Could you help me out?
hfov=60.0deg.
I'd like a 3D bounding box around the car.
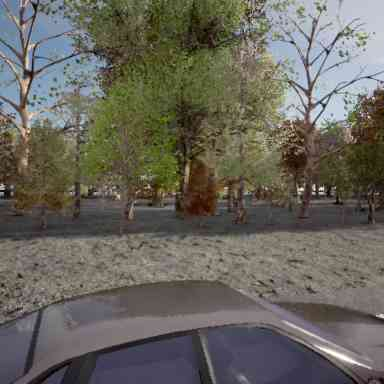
[{"bbox_3d":[-0.024,1.547,2.758,5.357,1.411,2.033,0,0,-20],"label":"car"}]
